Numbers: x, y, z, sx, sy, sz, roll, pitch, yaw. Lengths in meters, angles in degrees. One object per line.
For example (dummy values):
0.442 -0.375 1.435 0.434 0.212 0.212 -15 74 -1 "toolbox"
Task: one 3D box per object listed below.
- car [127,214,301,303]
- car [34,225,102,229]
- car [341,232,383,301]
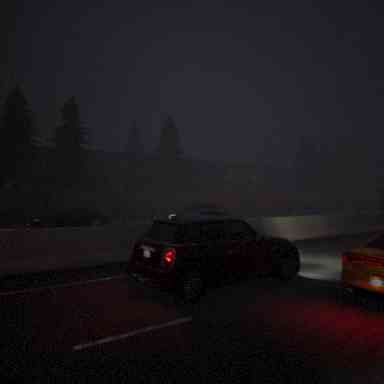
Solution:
0.740 1.404 8.573 4.553 1.767 2.097 1 0 -35 "car"
-7.370 1.580 20.232 4.674 1.442 1.812 1 0 -35 "car"
5.464 1.561 7.643 5.008 1.535 1.882 1 0 -36 "car"
